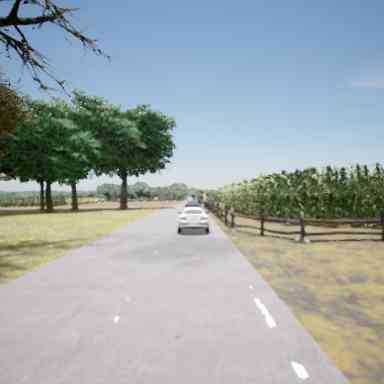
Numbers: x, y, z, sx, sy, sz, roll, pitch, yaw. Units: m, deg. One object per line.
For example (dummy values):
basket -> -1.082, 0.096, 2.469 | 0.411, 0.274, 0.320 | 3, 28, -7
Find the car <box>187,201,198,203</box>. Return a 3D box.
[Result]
car -> 0.076, 1.810, 39.017 | 1.837, 1.490, 4.892 | 0, -1, 0

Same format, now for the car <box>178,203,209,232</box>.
car -> 0.086, 1.657, 20.926 | 1.812, 1.442, 4.674 | 0, 0, 0
